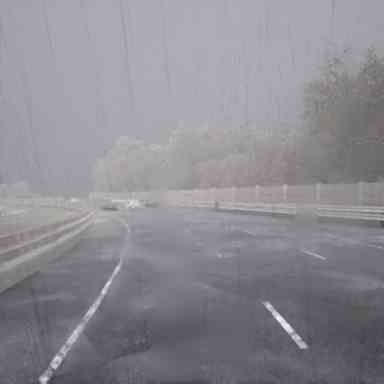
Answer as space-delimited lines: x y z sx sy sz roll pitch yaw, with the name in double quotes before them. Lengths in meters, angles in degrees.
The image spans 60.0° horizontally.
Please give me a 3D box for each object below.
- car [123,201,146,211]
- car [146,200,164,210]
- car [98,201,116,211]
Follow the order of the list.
"car" -8.966 2.024 50.293 1.812 1.442 4.674 0 -1 -28
"car" -5.969 1.974 52.117 1.882 1.535 5.008 0 -1 -28
"car" -12.774 2.083 49.982 1.994 1.385 4.181 0 -1 -28
